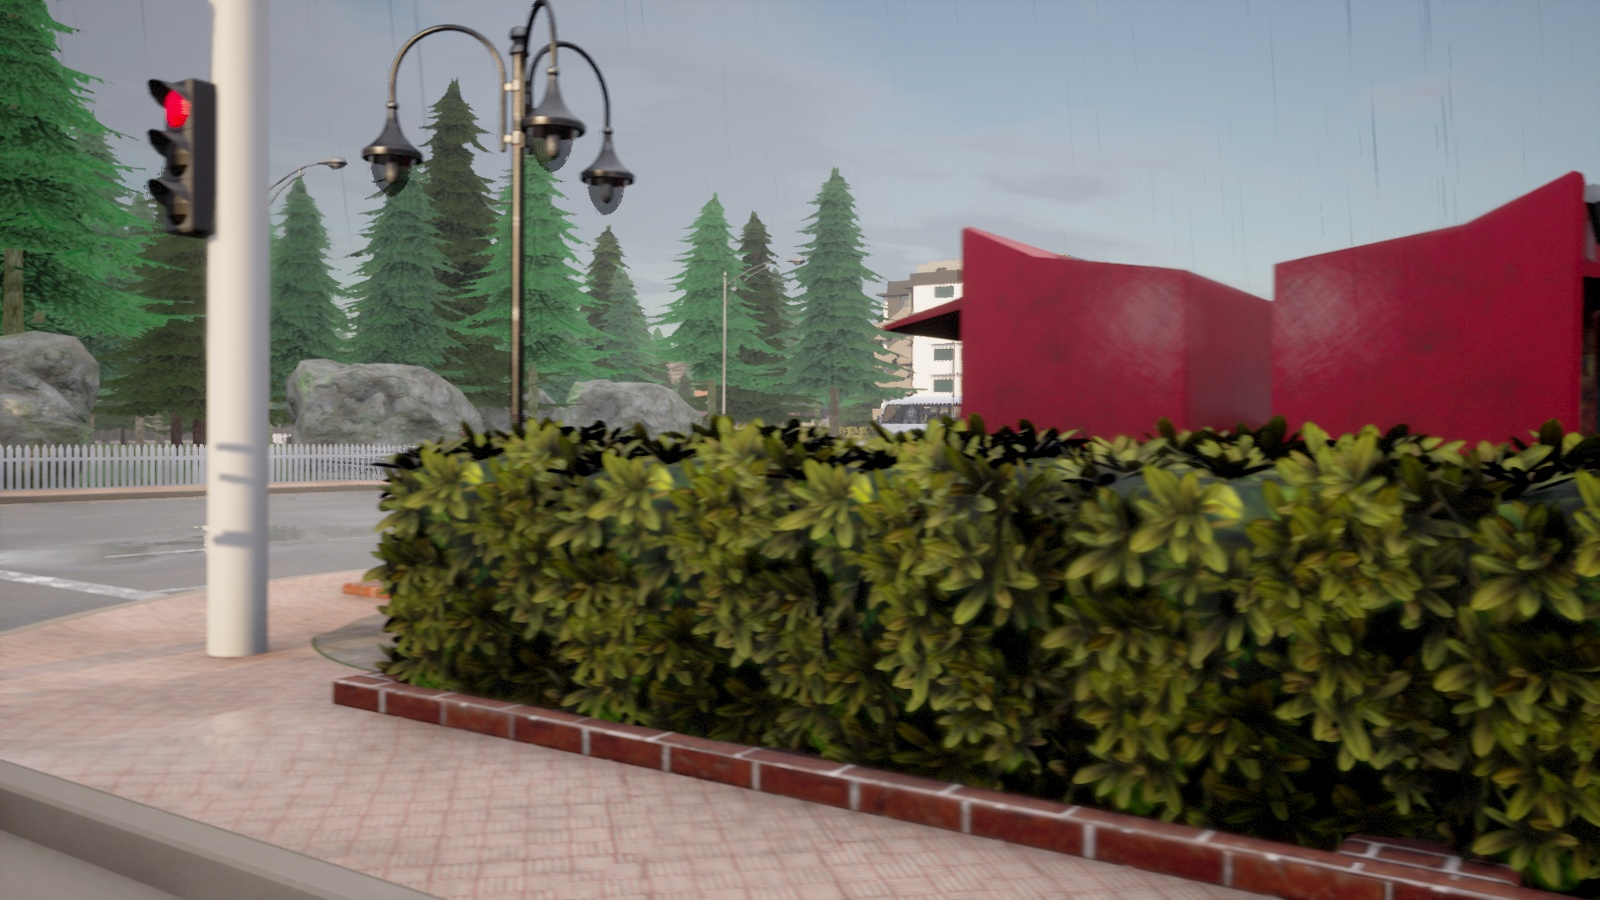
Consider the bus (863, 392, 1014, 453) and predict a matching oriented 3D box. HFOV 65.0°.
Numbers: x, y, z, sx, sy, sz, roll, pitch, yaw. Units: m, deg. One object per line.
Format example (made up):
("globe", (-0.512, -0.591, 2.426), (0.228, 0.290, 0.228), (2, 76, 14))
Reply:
("bus", (10.012, -1.925, 91.326), (10.273, 4.253, 3.944), (0, 1, 35))
